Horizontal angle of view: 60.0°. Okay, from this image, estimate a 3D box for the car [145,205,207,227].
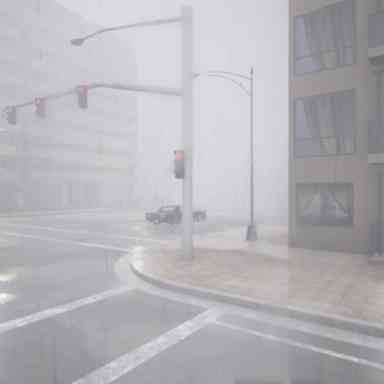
[{"bbox_3d":[-0.949,1.592,23.152,1.895,1.301,4.718,0,0,37],"label":"car"}]
